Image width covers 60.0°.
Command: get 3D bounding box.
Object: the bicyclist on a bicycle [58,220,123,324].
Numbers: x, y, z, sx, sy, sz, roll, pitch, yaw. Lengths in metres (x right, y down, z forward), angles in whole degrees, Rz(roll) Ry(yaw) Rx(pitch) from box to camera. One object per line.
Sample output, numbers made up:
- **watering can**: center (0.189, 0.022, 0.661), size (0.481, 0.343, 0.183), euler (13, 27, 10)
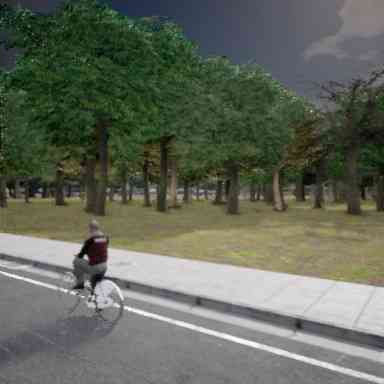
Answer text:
- **bicyclist on a bicycle**: center (-1.900, 1.383, 6.012), size (1.843, 1.776, 0.659), euler (0, 0, 35)
